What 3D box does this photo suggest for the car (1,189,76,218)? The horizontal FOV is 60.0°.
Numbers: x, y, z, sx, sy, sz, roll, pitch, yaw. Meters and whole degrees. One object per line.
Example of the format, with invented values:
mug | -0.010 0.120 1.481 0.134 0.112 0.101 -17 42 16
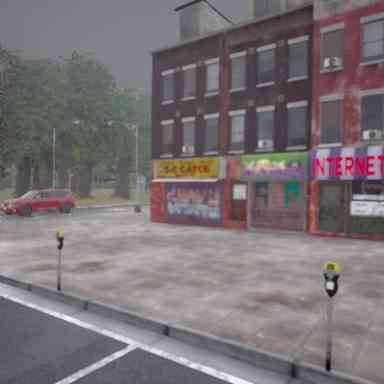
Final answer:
car | -12.026 0.817 26.473 2.150 2.045 5.566 1 2 35
